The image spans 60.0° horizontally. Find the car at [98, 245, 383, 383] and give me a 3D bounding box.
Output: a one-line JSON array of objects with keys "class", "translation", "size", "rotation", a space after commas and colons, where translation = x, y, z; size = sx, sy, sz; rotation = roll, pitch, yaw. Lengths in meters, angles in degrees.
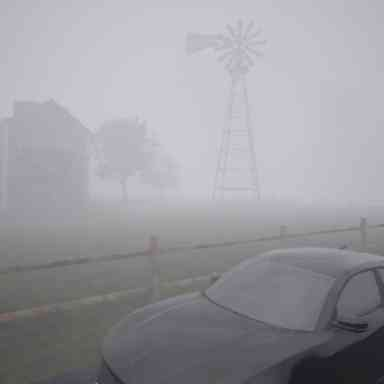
[{"class": "car", "translation": [1.403, 1.483, 4.061], "size": [5.008, 1.535, 1.882], "rotation": [0, 0, -35]}]
